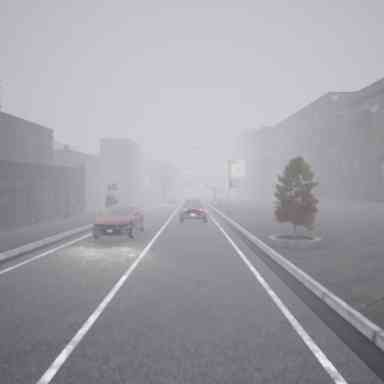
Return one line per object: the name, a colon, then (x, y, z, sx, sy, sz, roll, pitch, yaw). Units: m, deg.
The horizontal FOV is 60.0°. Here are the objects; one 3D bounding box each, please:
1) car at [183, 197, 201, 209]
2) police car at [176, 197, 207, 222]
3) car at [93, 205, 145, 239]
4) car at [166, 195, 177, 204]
car: (0.017, 1.373, 43.217, 2.163, 1.488, 4.792, 0, 0, 0)
police car: (0.080, 1.416, 25.401, 2.038, 1.542, 4.974, 0, 0, 0)
car: (-3.593, 1.420, 17.048, 1.882, 1.535, 5.008, 0, 0, 0)
car: (-3.502, 1.365, 58.189, 1.837, 1.490, 4.892, 0, 0, 1)
